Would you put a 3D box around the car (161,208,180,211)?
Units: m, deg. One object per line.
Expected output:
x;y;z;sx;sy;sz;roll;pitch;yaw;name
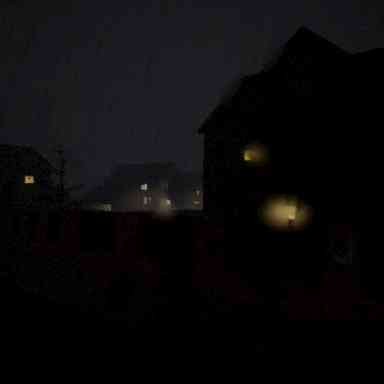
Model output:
-2.674;2.483;38.578;1.895;1.301;4.718;1;-1;35;car
